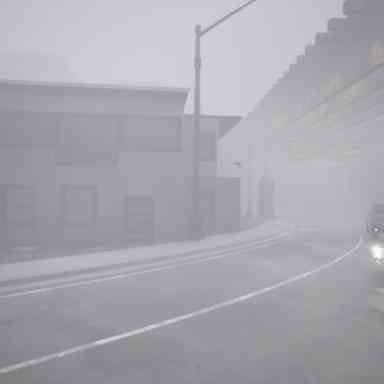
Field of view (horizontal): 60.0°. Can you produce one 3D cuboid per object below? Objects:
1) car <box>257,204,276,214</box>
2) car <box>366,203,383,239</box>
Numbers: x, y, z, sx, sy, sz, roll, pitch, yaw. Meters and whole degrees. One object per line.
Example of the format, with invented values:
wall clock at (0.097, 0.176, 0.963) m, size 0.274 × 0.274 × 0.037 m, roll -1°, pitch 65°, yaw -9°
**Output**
car at (13.882, 3.315, 61.016) m, size 1.994 × 1.385 × 4.181 m, roll 1°, pitch -2°, yaw -5°
car at (11.757, 1.672, 19.847) m, size 2.150 × 2.045 × 5.566 m, roll 0°, pitch -2°, yaw 24°
